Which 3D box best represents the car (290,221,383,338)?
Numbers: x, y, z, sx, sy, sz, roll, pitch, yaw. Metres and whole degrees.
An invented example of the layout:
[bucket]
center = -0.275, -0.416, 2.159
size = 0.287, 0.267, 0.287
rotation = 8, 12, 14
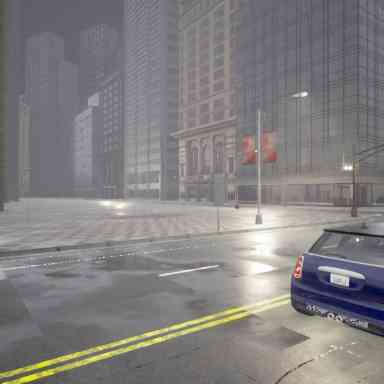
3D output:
[car]
center = 3.965, 1.352, 6.286
size = 4.553, 1.767, 2.097
rotation = 0, 0, -36
